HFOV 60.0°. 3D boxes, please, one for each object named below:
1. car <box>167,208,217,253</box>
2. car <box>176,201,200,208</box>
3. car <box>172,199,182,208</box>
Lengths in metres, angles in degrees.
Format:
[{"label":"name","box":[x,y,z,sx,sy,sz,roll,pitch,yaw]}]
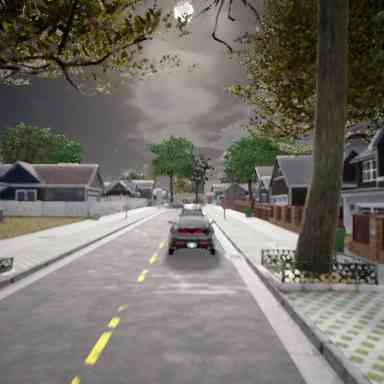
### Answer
[{"label":"car","box":[0.001,1.660,14.325,1.837,1.490,4.892,0,0,0]},{"label":"car","box":[-0.001,1.814,29.327,2.128,1.511,4.902,0,-1,0]},{"label":"car","box":[-2.765,2.220,64.711,2.097,1.767,4.553,0,-1,0]}]
